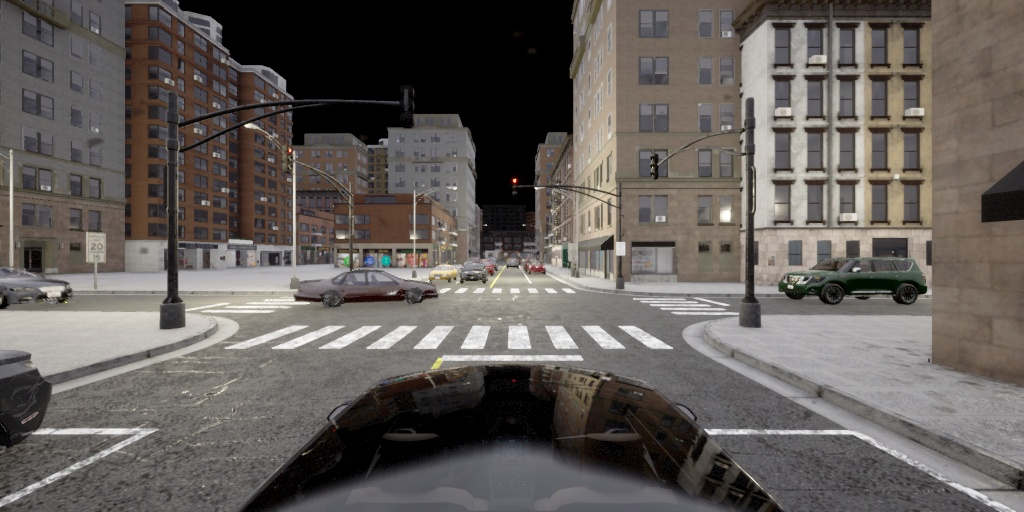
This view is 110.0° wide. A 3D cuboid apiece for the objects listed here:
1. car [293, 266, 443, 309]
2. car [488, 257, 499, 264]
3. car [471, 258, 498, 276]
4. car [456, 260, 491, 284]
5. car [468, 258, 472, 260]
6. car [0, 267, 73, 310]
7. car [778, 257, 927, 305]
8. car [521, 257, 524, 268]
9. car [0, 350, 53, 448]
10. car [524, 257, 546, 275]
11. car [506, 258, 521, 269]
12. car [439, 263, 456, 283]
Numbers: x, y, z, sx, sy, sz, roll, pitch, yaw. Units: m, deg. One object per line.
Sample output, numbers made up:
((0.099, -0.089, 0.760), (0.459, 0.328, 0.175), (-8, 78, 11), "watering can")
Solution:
((-5.785, 1.278, 14.693), (5.357, 1.411, 2.033), (0, 0, -20), "car")
((-2.820, 1.257, 47.952), (1.837, 1.490, 4.892), (0, 0, 0), "car")
((-2.839, 1.229, 37.536), (1.882, 1.535, 5.008), (0, 0, 0), "car")
((-2.819, 1.255, 27.219), (1.837, 1.490, 4.892), (0, 0, -1), "car")
((-5.372, 1.302, 45.473), (2.007, 1.370, 4.403), (0, 0, 0), "car")
((-19.424, 1.152, 13.298), (4.902, 1.511, 2.128), (0, 0, 0), "car")
((15.349, 1.056, 16.293), (5.566, 2.045, 2.150), (0, 0, -2), "car")
((2.653, 1.066, 45.470), (2.192, 1.841, 5.009), (0, 0, 0), "car")
((-5.388, 1.300, 1.642), (2.007, 1.370, 4.403), (0, 0, 0), "car")
((2.651, 1.191, 39.808), (1.967, 1.591, 4.097), (0, 0, 0), "car")
((0.114, 1.317, 58.538), (1.994, 1.385, 4.181), (0, 0, 1), "car")
((-5.379, 1.276, 28.317), (1.751, 1.417, 4.829), (0, 0, 0), "car")
